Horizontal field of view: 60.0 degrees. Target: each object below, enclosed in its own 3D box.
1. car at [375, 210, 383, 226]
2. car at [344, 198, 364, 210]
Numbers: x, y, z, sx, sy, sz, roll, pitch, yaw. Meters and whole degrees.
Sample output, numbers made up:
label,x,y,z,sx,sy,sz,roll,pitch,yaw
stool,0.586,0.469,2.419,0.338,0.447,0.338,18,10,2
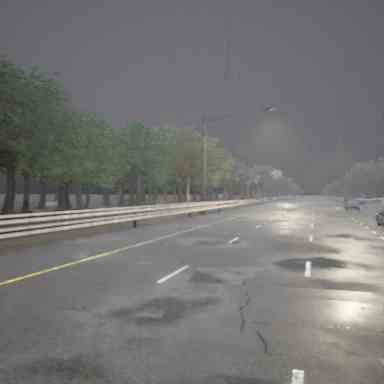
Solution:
label,x,y,z,sx,sy,sz,roll,pitch,yaw
car,13.667,1.759,22.285,2.033,1.411,5.357,0,0,20
car,24.003,1.967,50.013,2.033,1.411,5.357,0,0,22
